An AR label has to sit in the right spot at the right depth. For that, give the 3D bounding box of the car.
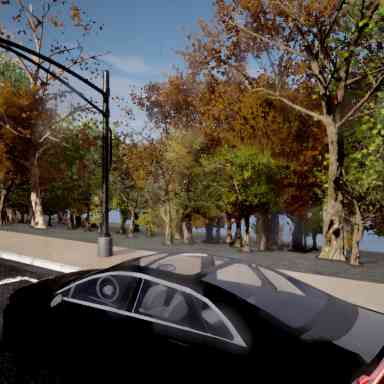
[{"bbox_3d":[-0.365,1.491,3.952,4.902,1.511,2.128,0,0,36],"label":"car"}]
